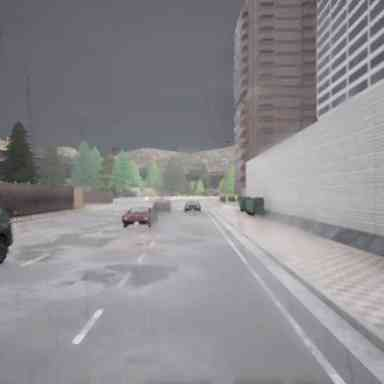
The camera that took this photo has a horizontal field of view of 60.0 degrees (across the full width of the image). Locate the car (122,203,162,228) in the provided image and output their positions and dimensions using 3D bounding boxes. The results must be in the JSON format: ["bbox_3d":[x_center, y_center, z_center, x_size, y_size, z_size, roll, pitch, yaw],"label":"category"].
[{"bbox_3d":[-3.440,1.674,22.898,1.895,1.301,4.718,0,0,0],"label":"car"}]

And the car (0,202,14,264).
[{"bbox_3d":[-7.065,1.252,8.906,2.150,2.045,5.566,0,0,0],"label":"car"}]

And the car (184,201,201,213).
[{"bbox_3d":[0.088,1.725,39.091,1.895,1.301,4.718,0,0,0],"label":"car"}]

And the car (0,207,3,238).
[{"bbox_3d":[-10.557,1.524,14.434,1.882,1.535,5.008,0,0,0],"label":"car"}]

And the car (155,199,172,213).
[{"bbox_3d":[-3.413,1.602,39.161,1.882,1.535,5.008,0,0,0],"label":"car"}]
